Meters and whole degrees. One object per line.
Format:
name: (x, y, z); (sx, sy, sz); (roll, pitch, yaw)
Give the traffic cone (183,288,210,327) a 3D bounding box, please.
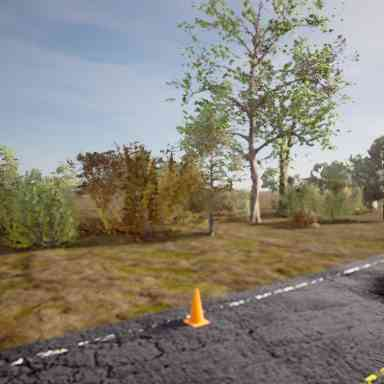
traffic cone: (0.082, 1.983, 5.816); (0.340, 0.580, 0.340); (1, 0, -37)
